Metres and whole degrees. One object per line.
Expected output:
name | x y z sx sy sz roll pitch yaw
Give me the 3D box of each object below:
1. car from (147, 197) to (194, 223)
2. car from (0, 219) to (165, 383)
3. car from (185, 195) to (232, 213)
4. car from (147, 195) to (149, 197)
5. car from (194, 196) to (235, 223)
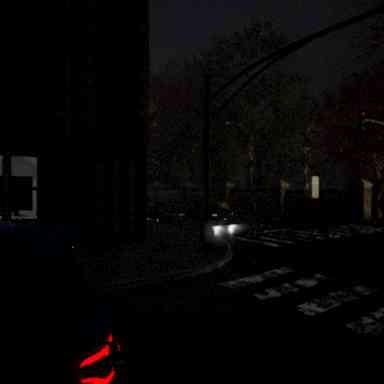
car | -2.015 1.234 21.387 1.802 1.307 4.206 1 0 -36
car | -3.024 1.228 1.308 5.566 2.045 2.150 0 0 -36
car | 1.424 1.088 30.921 1.752 1.417 4.829 1 0 -36
car | -4.657 0.864 29.424 2.097 1.767 4.553 0 1 -36
car | 0.468 1.215 22.352 2.033 1.411 5.357 0 1 -36
